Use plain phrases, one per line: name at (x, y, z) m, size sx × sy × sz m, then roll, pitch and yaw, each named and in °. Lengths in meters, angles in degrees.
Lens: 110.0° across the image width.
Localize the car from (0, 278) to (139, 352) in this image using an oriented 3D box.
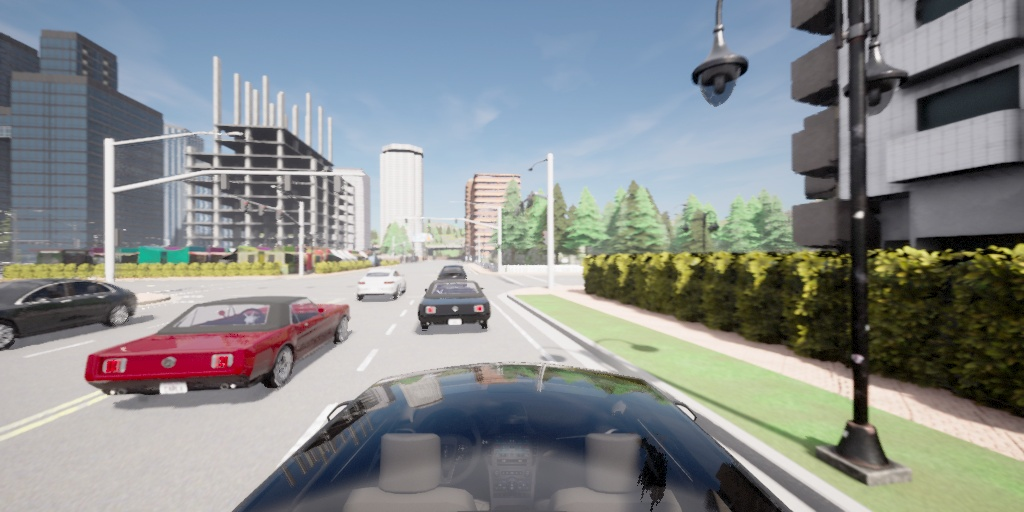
car at (-12.144, 1.353, 8.976) m, size 1.837 × 1.490 × 4.892 m, roll 0°, pitch -1°, yaw -10°

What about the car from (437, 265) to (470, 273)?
car at (-3.916, 1.347, 23.905) m, size 1.837 × 1.490 × 4.892 m, roll 0°, pitch 0°, yaw -8°

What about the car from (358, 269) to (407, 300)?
car at (-6.565, 1.365, 18.358) m, size 1.812 × 1.442 × 4.674 m, roll 0°, pitch 0°, yaw -10°

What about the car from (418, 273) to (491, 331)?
car at (-1.806, 1.391, 11.303) m, size 1.895 × 1.301 × 4.718 m, roll 0°, pitch 0°, yaw -9°

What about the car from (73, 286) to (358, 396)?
car at (-4.617, 1.394, 6.755) m, size 1.895 × 1.301 × 4.718 m, roll 0°, pitch 0°, yaw -8°
